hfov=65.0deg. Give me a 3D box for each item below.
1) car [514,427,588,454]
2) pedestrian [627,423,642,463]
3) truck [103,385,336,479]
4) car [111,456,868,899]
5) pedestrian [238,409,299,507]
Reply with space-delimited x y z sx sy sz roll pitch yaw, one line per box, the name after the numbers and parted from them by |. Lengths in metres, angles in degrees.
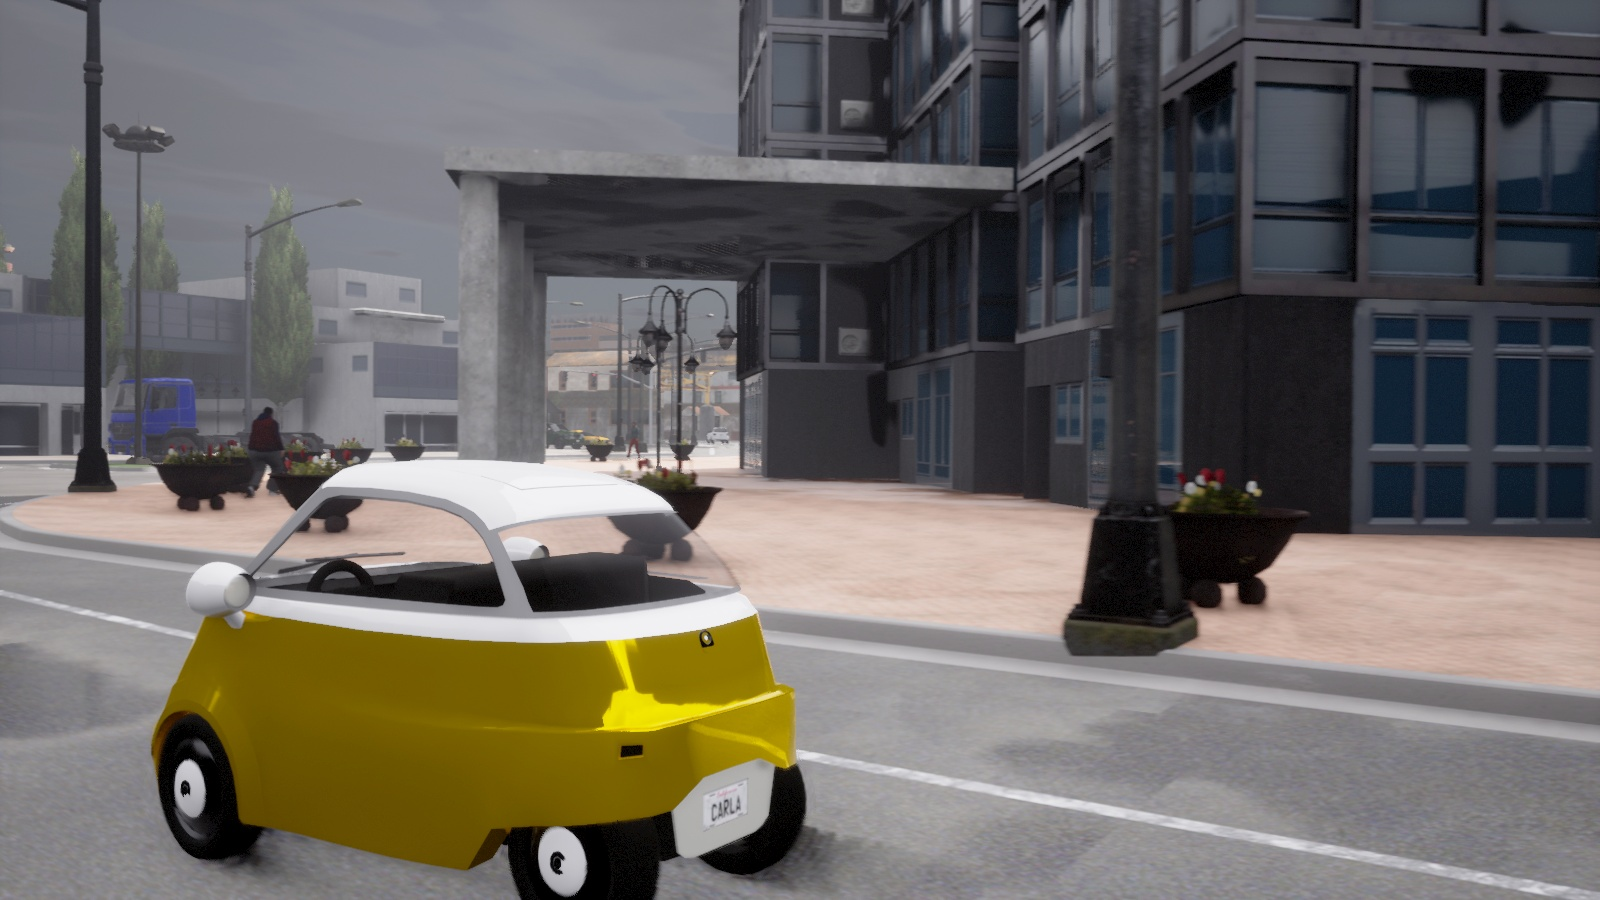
-18.947 -0.733 95.643 5.566 2.045 2.150 0 1 33 | car
-7.735 -0.335 58.816 0.353 1.847 0.614 0 1 32 | pedestrian
-23.069 -0.727 50.319 2.891 3.462 7.936 0 1 41 | truck
-1.094 0.736 4.412 2.207 1.376 1.481 0 1 35 | car
-10.181 0.151 24.072 0.634 1.844 0.899 0 1 13 | pedestrian
